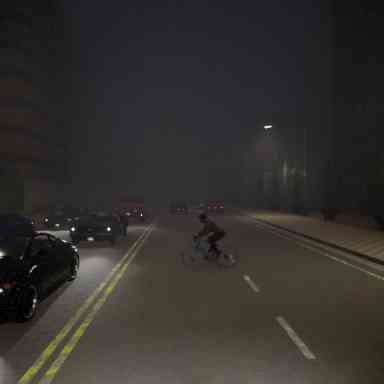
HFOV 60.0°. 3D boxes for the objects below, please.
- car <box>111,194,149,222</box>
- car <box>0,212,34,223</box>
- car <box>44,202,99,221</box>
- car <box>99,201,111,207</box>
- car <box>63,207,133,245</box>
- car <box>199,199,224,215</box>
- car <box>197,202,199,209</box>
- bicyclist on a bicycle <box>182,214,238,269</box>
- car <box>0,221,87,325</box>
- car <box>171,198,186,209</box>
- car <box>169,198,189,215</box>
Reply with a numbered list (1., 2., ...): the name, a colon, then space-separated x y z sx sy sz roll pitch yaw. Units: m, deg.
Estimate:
1. car: -4.659 1.221 26.411 2.150 2.045 5.566 0 0 -3
2. car: -7.572 1.478 12.207 1.882 1.535 5.008 0 0 -3
3. car: -7.991 1.547 22.112 2.033 1.411 5.357 0 0 -3
4. car: -8.376 1.564 32.022 1.994 1.385 4.181 0 0 -2
5. car: -4.218 1.601 15.729 1.895 1.301 4.718 0 0 -2
6. car: 2.147 1.547 34.208 2.033 1.411 5.357 0 0 -2
7. car: 1.688 1.601 43.842 1.895 1.301 4.718 0 0 -2
8. bicyclist on a bicycle: 0.502 1.454 9.688 1.656 1.620 0.582 -2 0 -2
9. car: -3.847 1.564 6.977 1.994 1.385 4.181 0 0 -2
10. car: -1.902 1.547 46.490 2.033 1.411 5.357 0 0 -2
11. car: -1.368 1.491 34.598 2.128 1.511 4.902 0 0 -2
